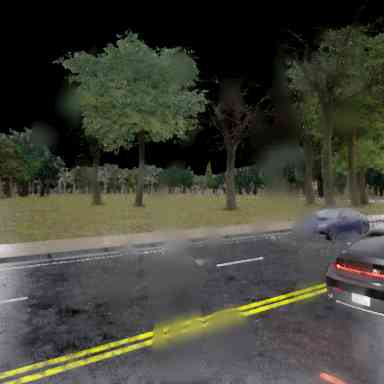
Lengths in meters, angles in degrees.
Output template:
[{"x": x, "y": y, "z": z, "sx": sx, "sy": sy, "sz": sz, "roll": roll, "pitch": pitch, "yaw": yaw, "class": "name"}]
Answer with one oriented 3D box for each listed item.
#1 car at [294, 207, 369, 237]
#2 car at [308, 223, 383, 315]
[{"x": 7.166, "y": 1.519, "z": 16.812, "sx": 4.674, "sy": 1.442, "sz": 1.812, "roll": 0, "pitch": 0, "yaw": -36, "class": "car"}, {"x": 4.713, "y": 1.501, "z": 6.816, "sx": 4.892, "sy": 1.490, "sz": 1.837, "roll": 0, "pitch": 0, "yaw": -36, "class": "car"}]
